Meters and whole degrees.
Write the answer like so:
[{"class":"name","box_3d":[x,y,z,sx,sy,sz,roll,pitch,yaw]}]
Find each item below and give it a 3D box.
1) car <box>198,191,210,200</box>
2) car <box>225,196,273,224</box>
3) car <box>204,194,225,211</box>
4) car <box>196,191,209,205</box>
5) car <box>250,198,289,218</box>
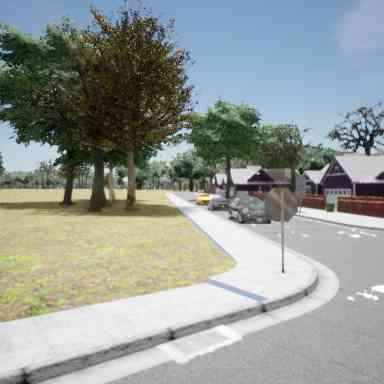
[{"class":"car","box_3d":[2.318,0.640,65.778,1.837,1.490,4.892,-1,1,-6]},{"class":"car","box_3d":[3.950,1.129,22.799,2.097,1.767,4.553,-1,1,-6]},{"class":"car","box_3d":[2.782,1.188,34.004,1.994,1.385,4.181,-1,1,-6]},{"class":"car","box_3d":[1.640,0.951,44.968,1.882,1.535,5.008,-1,1,-6]},{"class":"car","box_3d":[6.381,1.246,27.873,1.994,1.385,4.181,-1,1,-6]}]
